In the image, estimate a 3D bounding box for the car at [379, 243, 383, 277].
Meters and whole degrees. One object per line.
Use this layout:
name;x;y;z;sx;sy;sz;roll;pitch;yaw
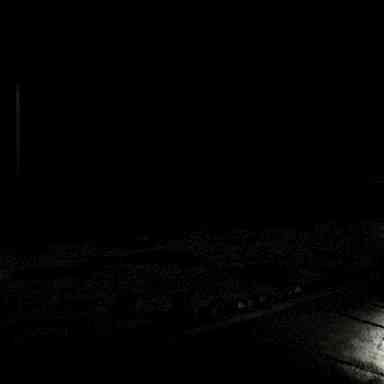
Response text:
car;6.852;1.223;8.157;5.566;2.045;2.150;0;0;-36
